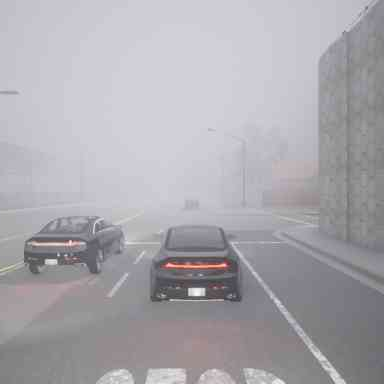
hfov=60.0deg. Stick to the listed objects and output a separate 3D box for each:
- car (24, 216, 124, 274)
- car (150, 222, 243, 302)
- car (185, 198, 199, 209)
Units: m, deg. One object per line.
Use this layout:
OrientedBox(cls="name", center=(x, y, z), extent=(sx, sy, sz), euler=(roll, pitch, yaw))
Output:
OrientedBox(cls="car", center=(-3.430, 1.492, 10.520), extent=(2.128, 1.511, 4.902), euler=(0, 0, 0))
OrientedBox(cls="car", center=(0.078, 1.505, 8.252), extent=(1.837, 1.490, 4.892), euler=(0, 0, 0))
OrientedBox(cls="car", center=(-0.026, 1.491, 44.232), extent=(2.128, 1.511, 4.902), euler=(0, 0, 0))
